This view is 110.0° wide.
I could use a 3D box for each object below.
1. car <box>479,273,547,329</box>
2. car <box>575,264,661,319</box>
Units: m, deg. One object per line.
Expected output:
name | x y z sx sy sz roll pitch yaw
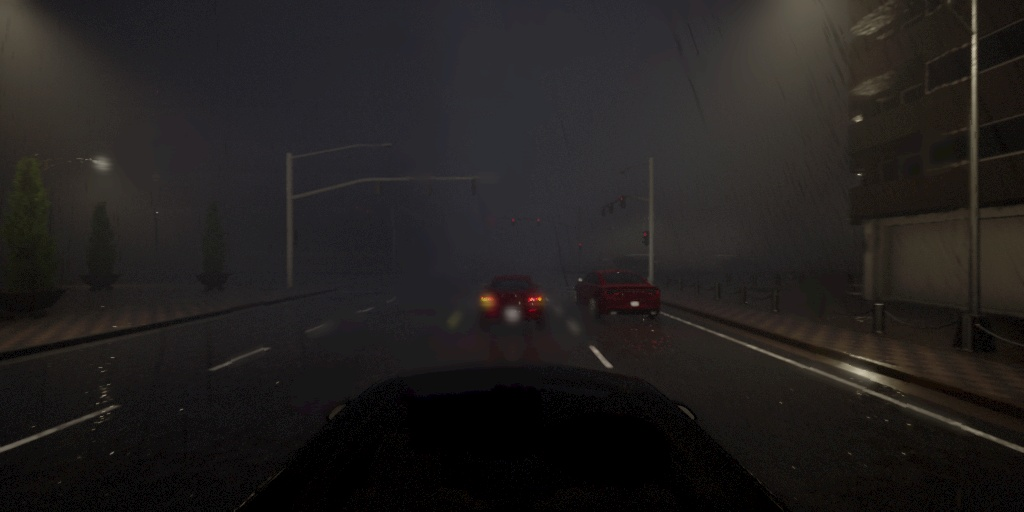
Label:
car | 0.009 1.262 11.131 1.812 1.442 4.674 0 0 0
car | 3.493 1.211 12.718 1.882 1.535 5.008 0 0 0
